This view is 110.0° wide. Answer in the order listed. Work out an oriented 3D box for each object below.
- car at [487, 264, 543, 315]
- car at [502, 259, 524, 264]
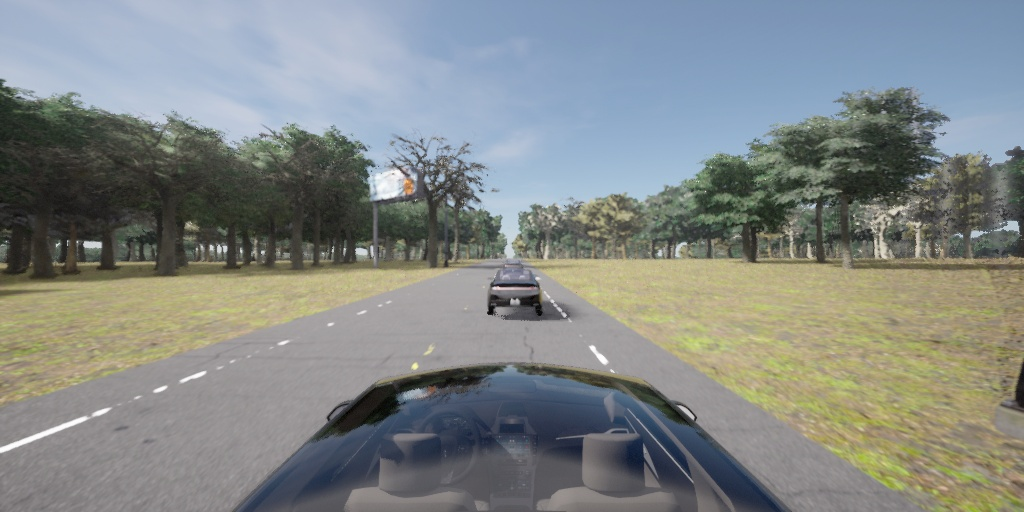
[{"bbox_3d":[0.097,1.221,13.523,2.128,1.511,4.902,0,0,0],"label":"car"},{"bbox_3d":[0.105,1.050,34.236,2.128,1.511,4.902,0,1,0],"label":"car"}]
